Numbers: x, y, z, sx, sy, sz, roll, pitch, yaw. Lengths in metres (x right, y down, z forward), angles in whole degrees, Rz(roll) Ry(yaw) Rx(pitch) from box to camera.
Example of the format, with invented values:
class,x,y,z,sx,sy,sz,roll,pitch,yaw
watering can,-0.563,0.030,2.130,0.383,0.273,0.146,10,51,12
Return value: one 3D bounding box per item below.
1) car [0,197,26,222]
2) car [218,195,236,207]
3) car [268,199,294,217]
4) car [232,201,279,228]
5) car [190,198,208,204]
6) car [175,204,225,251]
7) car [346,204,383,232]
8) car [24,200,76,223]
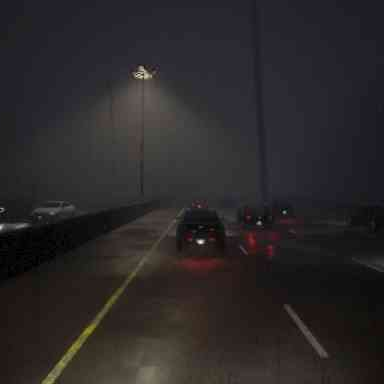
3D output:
class,x,y,z,sx,sy,sz,roll,pitch,yaw
car,-13.571,1.199,24.297,2.097,1.767,4.553,0,1,2
car,4.422,1.185,42.079,1.882,1.535,5.008,0,1,1
car,7.677,1.383,29.769,1.837,1.490,4.892,0,1,1
car,4.018,1.536,21.823,1.895,1.301,4.718,0,0,1
car,0.775,1.358,34.726,1.994,1.385,4.181,0,1,1
car,0.361,1.474,14.035,1.837,1.490,4.892,0,0,1
car,10.979,1.482,19.832,1.837,1.490,4.892,0,0,1
car,-10.066,1.385,24.449,1.812,1.442,4.674,0,0,2
